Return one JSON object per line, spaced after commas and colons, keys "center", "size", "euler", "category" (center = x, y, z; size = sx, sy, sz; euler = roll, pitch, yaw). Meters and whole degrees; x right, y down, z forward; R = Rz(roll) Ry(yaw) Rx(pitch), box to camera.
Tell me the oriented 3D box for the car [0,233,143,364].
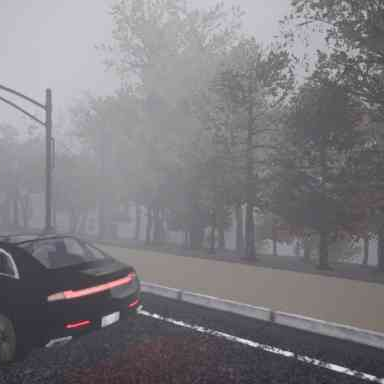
{"center": [-3.061, 1.490, 5.868], "size": [4.902, 1.511, 2.128], "euler": [0, 0, 36], "category": "car"}
